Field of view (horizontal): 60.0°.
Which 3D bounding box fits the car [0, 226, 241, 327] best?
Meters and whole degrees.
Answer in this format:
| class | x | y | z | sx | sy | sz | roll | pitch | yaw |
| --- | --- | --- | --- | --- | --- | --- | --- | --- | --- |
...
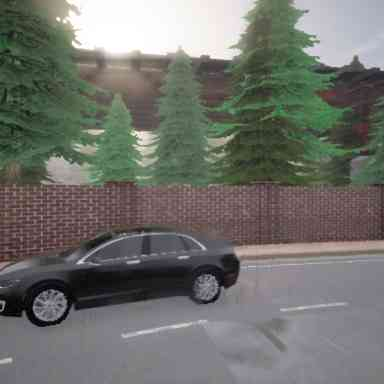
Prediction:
| class | x | y | z | sx | sy | sz | roll | pitch | yaw |
| --- | --- | --- | --- | --- | --- | --- | --- | --- | --- |
| car | -1.346 | 1.505 | 6.916 | 4.892 | 1.490 | 1.837 | 0 | -1 | -22 |
